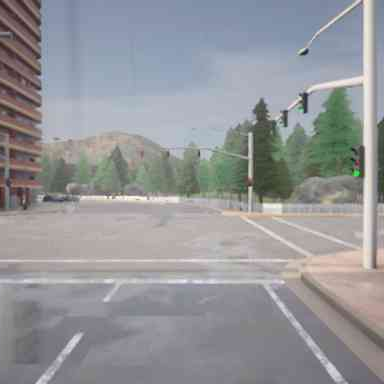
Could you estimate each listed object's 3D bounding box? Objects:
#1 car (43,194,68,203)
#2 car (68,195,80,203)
[{"bbox_3d":[-24.634,1.239,59.017,4.892,1.490,1.837,0,0,38],"label":"car"},{"bbox_3d":[-22.922,1.219,62.171,4.902,1.511,2.128,0,0,37],"label":"car"}]
